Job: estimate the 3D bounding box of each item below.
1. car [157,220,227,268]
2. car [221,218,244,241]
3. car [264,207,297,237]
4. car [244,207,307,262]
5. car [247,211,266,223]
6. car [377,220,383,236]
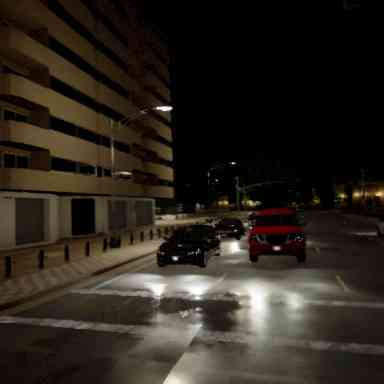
[{"bbox_3d":[0.048,2.215,14.268,1.837,1.490,4.892,-3,-3,16],"label":"car"},{"bbox_3d":[2.714,2.584,23.721,1.812,1.442,4.674,-3,-3,16],"label":"car"},{"bbox_3d":[6.926,2.237,25.880,2.150,2.045,5.566,-3,-3,16],"label":"car"},{"bbox_3d":[3.884,1.838,15.043,2.150,2.045,5.566,-3,-3,16],"label":"car"},{"bbox_3d":[8.993,3.420,45.868,2.033,1.411,5.357,-3,-3,16],"label":"car"},{"bbox_3d":[12.682,2.083,20.201,1.812,1.442,4.674,-3,-3,16],"label":"car"}]
